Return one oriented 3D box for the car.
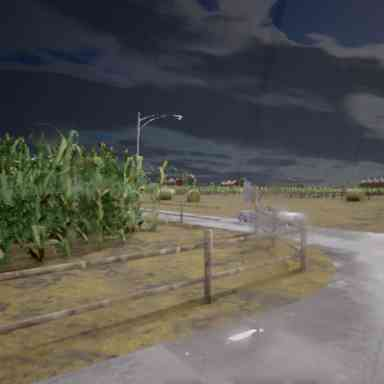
[{"bbox_3d":[4.832,1.495,21.093,1.895,1.301,4.718,2,-1,-27],"label":"car"}]
